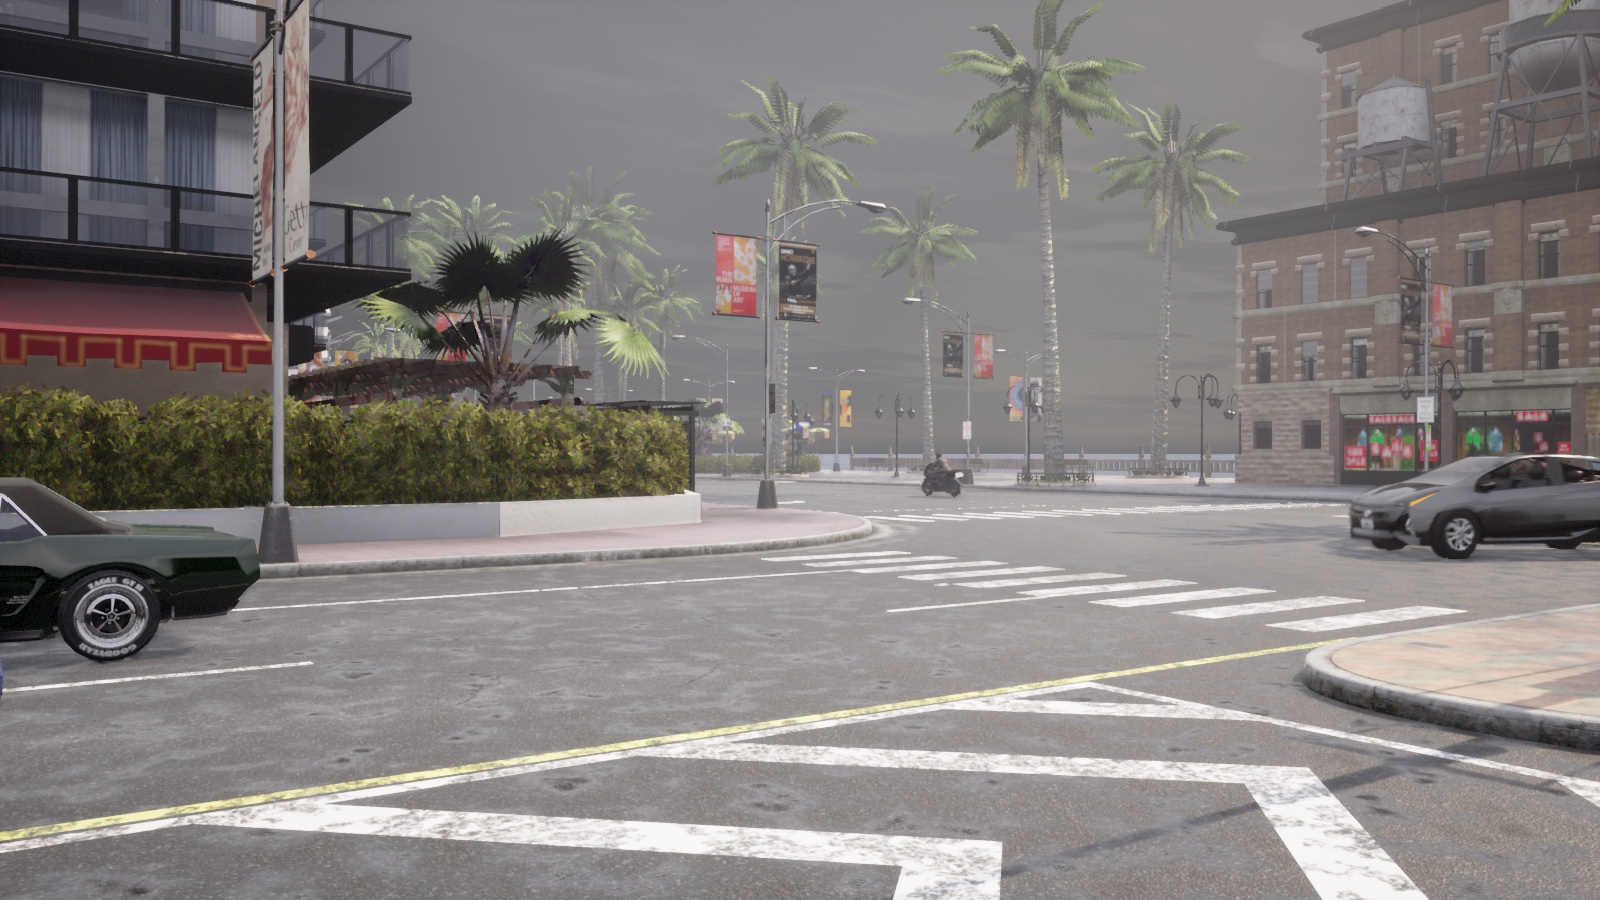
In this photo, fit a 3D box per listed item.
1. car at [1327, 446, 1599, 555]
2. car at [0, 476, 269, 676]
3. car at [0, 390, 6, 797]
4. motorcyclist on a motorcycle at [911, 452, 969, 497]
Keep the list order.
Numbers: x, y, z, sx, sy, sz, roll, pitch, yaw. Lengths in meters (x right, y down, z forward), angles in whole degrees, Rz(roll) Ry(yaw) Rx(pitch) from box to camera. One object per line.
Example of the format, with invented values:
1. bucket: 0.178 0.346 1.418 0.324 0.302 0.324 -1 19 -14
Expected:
1. car: 10.579 0.715 18.845 4.514 1.525 2.007 0 0 -6
2. car: -6.481 0.881 8.894 4.718 1.301 1.895 0 0 -35
3. car: -5.925 0.628 5.020 4.553 1.767 2.097 0 0 -35
4. motorcyclist on a motorcycle: 4.760 0.822 42.842 0.797 1.523 2.044 0 0 -34
